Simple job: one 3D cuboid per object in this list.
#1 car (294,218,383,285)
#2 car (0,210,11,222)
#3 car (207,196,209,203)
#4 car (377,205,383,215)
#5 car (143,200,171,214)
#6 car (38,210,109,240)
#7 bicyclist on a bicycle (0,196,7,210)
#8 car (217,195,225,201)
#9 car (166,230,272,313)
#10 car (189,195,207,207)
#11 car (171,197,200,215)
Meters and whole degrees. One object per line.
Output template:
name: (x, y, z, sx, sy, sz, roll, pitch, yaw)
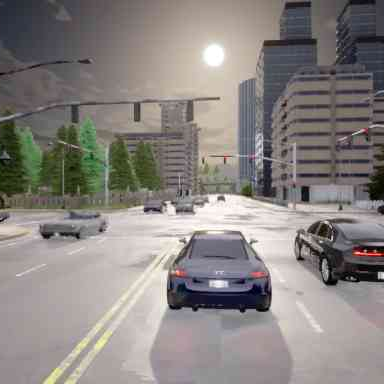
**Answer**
car: (4.240, 1.505, 9.388, 1.837, 1.490, 4.892, 0, 0, 5)
car: (-15.744, 1.601, 23.946, 4.718, 1.301, 1.895, 0, 0, 5)
car: (2.385, 1.352, 67.362, 2.097, 1.767, 4.553, 0, 0, 5)
car: (20.391, 1.478, 31.649, 5.008, 1.535, 1.882, 0, 0, 5)
car: (-3.885, 1.547, 36.391, 2.033, 1.411, 5.357, 0, 0, 6)
car: (-5.891, 1.601, 17.117, 1.895, 1.301, 4.718, 0, 0, 5)
bicyclist on a bicycle: (-22.282, 1.301, 39.028, 0.582, 1.620, 1.656, 0, 0, 5)
car: (7.001, 1.500, 80.197, 1.837, 1.490, 4.892, 0, 0, 5)
car: (0.607, 1.564, 7.773, 1.994, 1.385, 4.181, 0, 0, 4)
car: (0.981, 1.504, 51.717, 1.837, 1.490, 4.892, 0, 0, 5)
car: (-0.582, 1.507, 34.374, 1.837, 1.490, 4.892, 0, -1, 6)
